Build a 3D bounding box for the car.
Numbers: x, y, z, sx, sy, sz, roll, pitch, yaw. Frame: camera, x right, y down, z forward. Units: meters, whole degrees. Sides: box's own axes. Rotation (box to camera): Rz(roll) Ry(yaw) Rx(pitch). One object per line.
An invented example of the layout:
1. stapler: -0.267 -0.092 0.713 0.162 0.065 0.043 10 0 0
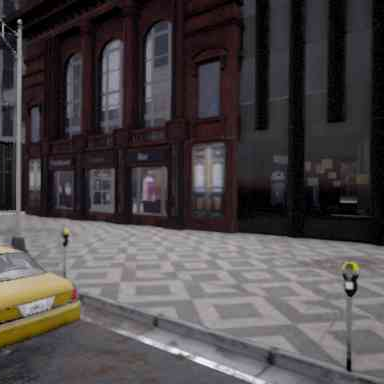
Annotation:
1. car: -3.943 1.481 5.799 4.829 1.417 1.752 1 0 36
